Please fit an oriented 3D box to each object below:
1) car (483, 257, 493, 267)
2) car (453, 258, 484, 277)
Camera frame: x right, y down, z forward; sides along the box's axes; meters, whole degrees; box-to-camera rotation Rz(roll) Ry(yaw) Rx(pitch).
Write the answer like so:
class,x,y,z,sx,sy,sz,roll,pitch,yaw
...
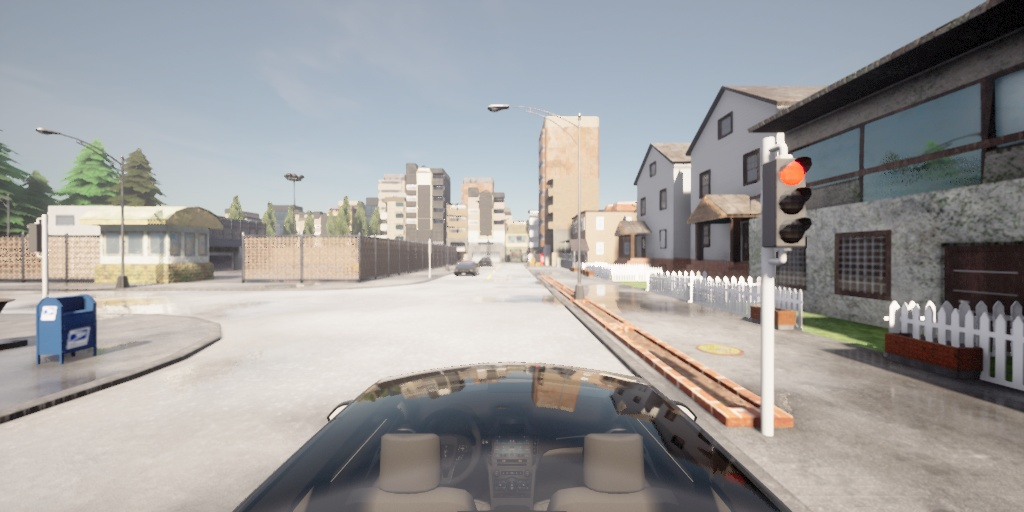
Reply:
class,x,y,z,sx,sy,sz,roll,pitch,yaw
car,-4.060,0.943,55.711,1.837,1.490,4.892,0,0,0
car,-4.106,1.115,33.117,2.033,1.411,5.357,0,0,0
